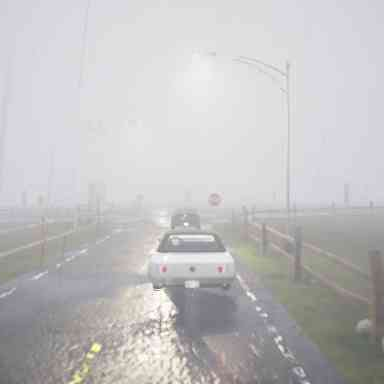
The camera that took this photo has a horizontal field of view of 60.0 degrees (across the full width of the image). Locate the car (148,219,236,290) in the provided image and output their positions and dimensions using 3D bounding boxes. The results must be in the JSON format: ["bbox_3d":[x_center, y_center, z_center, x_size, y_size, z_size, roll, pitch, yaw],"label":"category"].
[{"bbox_3d":[-0.033,1.673,9.237,1.895,1.301,4.718,0,0,-1],"label":"car"}]

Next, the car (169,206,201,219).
[{"bbox_3d":[-0.455,1.684,22.206,1.837,1.490,4.892,0,-1,-2],"label":"car"}]
